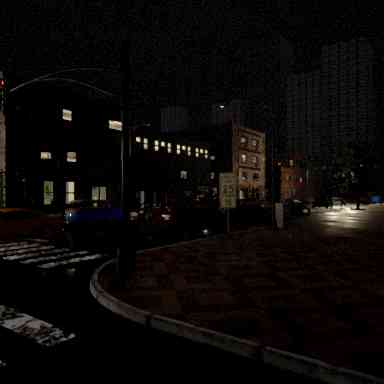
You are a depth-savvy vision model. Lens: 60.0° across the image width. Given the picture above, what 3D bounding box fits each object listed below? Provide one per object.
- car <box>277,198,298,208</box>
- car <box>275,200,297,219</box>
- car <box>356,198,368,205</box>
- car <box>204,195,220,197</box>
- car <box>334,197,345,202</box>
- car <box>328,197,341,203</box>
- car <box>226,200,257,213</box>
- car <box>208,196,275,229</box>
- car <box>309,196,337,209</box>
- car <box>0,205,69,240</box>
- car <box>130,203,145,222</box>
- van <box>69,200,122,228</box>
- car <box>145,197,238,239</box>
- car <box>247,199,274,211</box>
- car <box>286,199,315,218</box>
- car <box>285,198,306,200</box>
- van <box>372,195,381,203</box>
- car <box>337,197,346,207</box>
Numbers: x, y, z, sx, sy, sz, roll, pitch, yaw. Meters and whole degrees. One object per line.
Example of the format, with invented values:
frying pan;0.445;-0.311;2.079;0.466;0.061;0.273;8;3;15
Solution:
car;15.586;1.742;54.018;1.752;1.417;4.829;-1;-1;35
car;6.564;1.616;26.776;1.887;1.381;4.507;-1;-1;35
car;32.103;1.801;62.841;2.008;1.369;4.403;-1;-1;35
car;1.915;1.321;30.222;2.150;2.045;5.566;0;-1;35
car;38.031;1.936;85.715;1.887;1.381;4.507;-1;-1;35
car;34.839;1.915;81.207;2.008;1.369;4.403;-1;-1;35
car;6.107;1.701;40.632;2.008;1.369;4.403;-1;-1;35
car;3.370;1.368;22.269;2.192;1.841;5.009;-1;-1;35
car;19.522;1.537;49.550;2.097;1.767;4.553;0;0;35
car;-8.599;1.517;15.380;1.882;1.535;5.008;0;0;35
car;-3.470;1.531;27.109;1.967;1.590;4.097;-1;-1;35
van;-6.663;1.414;22.601;1.690;1.788;3.998;-1;0;35
car;0.177;1.350;17.761;2.192;1.841;5.009;-1;-1;35
car;9.300;1.723;45.141;2.008;1.369;4.403;-1;-1;35
car;9.756;1.657;31.284;1.947;1.339;4.313;-1;-1;35
car;13.862;1.724;46.962;2.033;1.411;5.357;0;0;36
van;44.871;1.694;80.877;1.690;1.788;3.998;-1;-1;35
car;25.392;1.829;57.840;1.895;1.301;4.718;0;0;36
